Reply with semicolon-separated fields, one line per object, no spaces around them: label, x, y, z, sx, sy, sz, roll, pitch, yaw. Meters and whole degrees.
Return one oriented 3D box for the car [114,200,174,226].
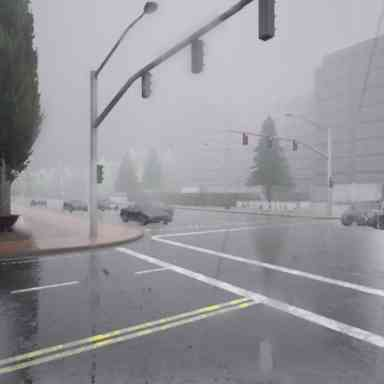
car;-3.425;1.550;23.701;2.033;1.411;5.357;0;0;-34

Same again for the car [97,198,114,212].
car;-10.332;1.495;39.409;2.128;1.511;4.902;0;0;-36

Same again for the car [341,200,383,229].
car;11.686;1.359;21.657;4.553;1.767;2.097;0;0;-38

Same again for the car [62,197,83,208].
car;-18.178;1.511;50.431;1.837;1.490;4.892;0;0;-35

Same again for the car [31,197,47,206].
car;-24.835;1.540;53.821;1.812;1.442;4.674;0;0;-36

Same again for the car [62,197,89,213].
car;-13.141;1.508;37.320;1.837;1.490;4.892;0;0;-36
